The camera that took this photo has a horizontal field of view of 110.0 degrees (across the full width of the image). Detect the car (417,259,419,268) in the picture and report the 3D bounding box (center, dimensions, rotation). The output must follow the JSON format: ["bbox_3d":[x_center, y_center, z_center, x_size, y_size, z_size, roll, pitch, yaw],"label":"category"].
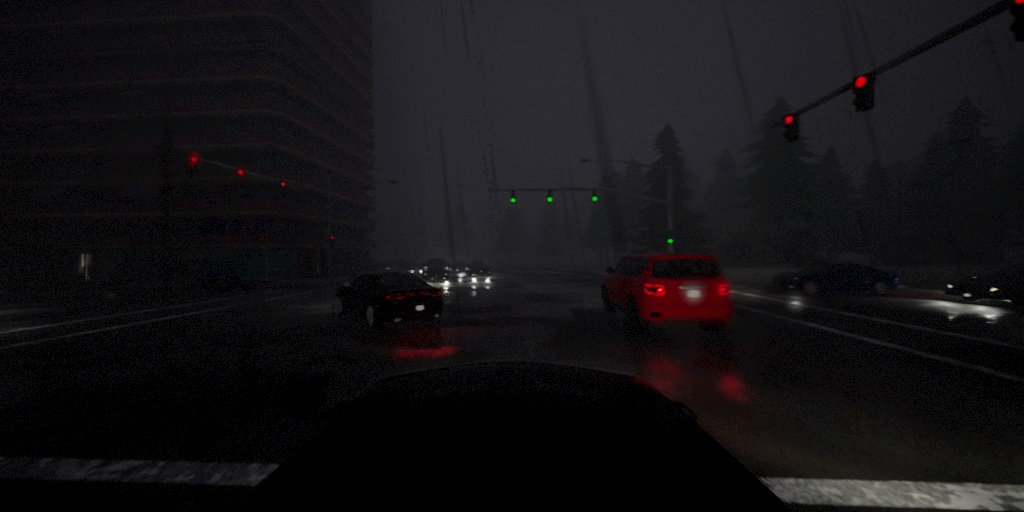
[{"bbox_3d":[-8.605,1.127,39.299,2.033,1.411,5.357,-1,0,-24],"label":"car"}]

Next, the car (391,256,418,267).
[{"bbox_3d":[-13.827,1.116,48.006,2.033,1.411,5.357,-1,0,-39],"label":"car"}]

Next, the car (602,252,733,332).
[{"bbox_3d":[4.218,0.913,10.726,2.150,2.045,5.566,-1,1,3],"label":"car"}]

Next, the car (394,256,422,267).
[{"bbox_3d":[-17.698,0.872,60.855,4.553,1.767,2.097,0,0,35],"label":"car"}]

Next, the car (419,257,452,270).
[{"bbox_3d":[-6.300,0.970,30.111,2.097,1.767,4.553,-1,0,-10],"label":"car"}]

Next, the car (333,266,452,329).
[{"bbox_3d":[-4.141,1.241,11.564,1.882,1.535,5.008,0,0,-42],"label":"car"}]

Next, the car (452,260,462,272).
[{"bbox_3d":[-5.957,1.141,41.859,1.895,1.301,4.718,-1,0,-25],"label":"car"}]

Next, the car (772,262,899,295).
[{"bbox_3d":[15.597,1.044,17.489,5.008,1.535,1.882,0,0,4],"label":"car"}]

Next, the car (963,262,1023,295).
[{"bbox_3d":[24.813,1.017,16.859,4.674,1.442,1.812,0,0,4],"label":"car"}]

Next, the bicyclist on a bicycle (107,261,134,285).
[{"bbox_3d":[-27.315,1.188,25.021,0.582,1.620,1.656,0,1,4],"label":"bicyclist on a bicycle"}]

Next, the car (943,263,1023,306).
[{"bbox_3d":[20.192,1.099,13.665,5.357,1.411,2.033,0,0,4],"label":"car"}]

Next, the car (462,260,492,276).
[{"bbox_3d":[-3.208,1.134,33.543,1.994,1.385,4.181,-1,0,-15],"label":"car"}]

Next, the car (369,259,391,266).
[{"bbox_3d":[-21.286,1.135,55.078,5.357,1.411,2.033,0,0,34],"label":"car"}]
